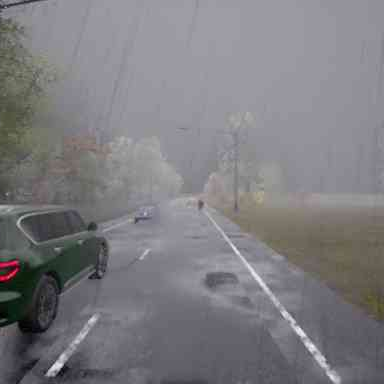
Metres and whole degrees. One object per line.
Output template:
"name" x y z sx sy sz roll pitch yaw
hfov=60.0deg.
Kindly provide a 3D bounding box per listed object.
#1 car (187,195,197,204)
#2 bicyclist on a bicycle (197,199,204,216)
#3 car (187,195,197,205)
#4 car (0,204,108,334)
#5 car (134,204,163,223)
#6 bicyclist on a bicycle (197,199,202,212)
"car" -0.049 1.614 77.059 2.150 2.045 5.566 0 0 0
"bicyclist on a bicycle" 0.943 1.538 33.457 0.659 1.776 1.843 0 0 0
"car" -0.010 1.804 64.817 1.882 1.535 5.008 0 0 1
"car" -3.408 1.257 6.954 2.150 2.045 5.566 0 0 0
"car" -3.417 1.682 26.813 2.033 1.411 5.357 0 0 0
"bicyclist on a bicycle" 0.936 1.665 42.243 0.582 1.620 1.656 0 -1 0
